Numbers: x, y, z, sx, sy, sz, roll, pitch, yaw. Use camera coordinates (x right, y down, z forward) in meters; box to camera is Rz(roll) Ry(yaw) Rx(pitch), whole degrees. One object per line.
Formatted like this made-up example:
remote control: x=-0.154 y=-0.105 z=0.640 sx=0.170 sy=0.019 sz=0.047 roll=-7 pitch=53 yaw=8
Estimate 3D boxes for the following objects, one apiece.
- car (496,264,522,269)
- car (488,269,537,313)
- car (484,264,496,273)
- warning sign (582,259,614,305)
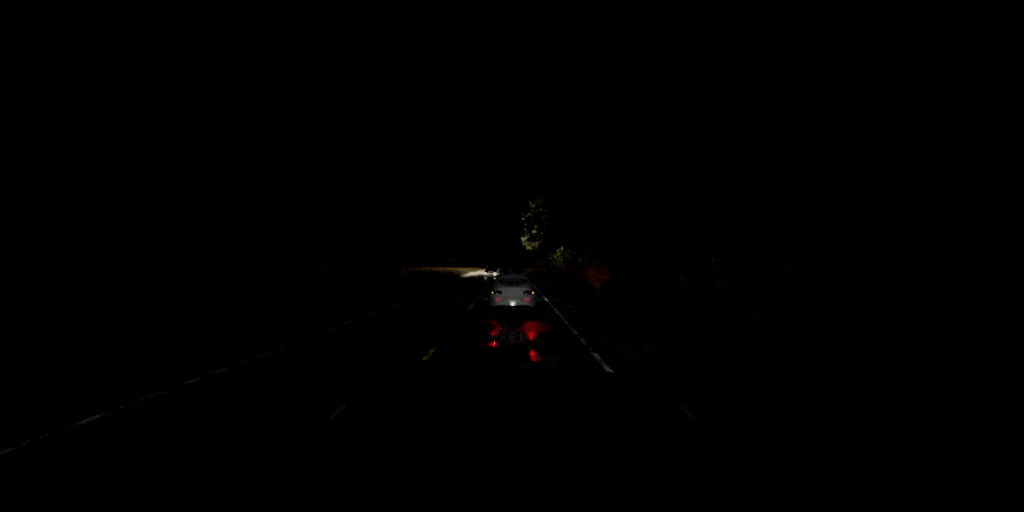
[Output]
car: x=0.034 y=1.471 z=29.081 sx=2.097 sy=1.767 sz=4.553 roll=0 pitch=-1 yaw=0
car: x=0.046 y=1.450 z=14.845 sx=1.812 sy=1.442 sz=4.674 roll=0 pitch=-1 yaw=1
car: x=-3.564 y=2.063 z=60.406 sx=1.837 sy=1.490 sz=4.892 roll=0 pitch=0 yaw=1
warning sign: x=3.546 y=1.040 z=14.779 sx=1.300 sy=1.860 sz=1.060 roll=0 pitch=0 yaw=0
